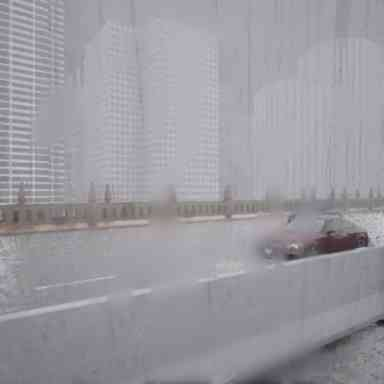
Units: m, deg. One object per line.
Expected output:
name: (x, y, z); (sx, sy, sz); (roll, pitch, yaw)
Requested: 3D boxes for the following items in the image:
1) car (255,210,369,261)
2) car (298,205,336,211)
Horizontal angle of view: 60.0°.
car: (4.205, 1.529, 11.287); (4.674, 1.442, 1.812); (0, 0, -35)
car: (8.554, 1.571, 22.983); (4.181, 1.385, 1.994); (0, 0, -35)
